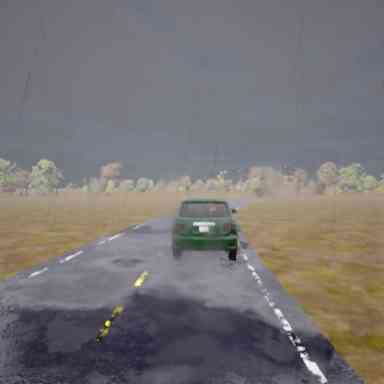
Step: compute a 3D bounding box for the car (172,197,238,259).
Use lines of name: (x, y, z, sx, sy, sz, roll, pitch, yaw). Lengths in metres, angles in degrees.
car: (0.529, 1.223, 12.727, 2.150, 2.045, 5.566, 0, 0, 4)

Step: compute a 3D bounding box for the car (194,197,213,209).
car: (1.716, 1.468, 46.409, 1.882, 1.535, 5.008, 0, 0, 12)

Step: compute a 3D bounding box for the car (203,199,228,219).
car: (2.229, 1.477, 30.253, 1.882, 1.535, 5.008, 0, 0, 8)
